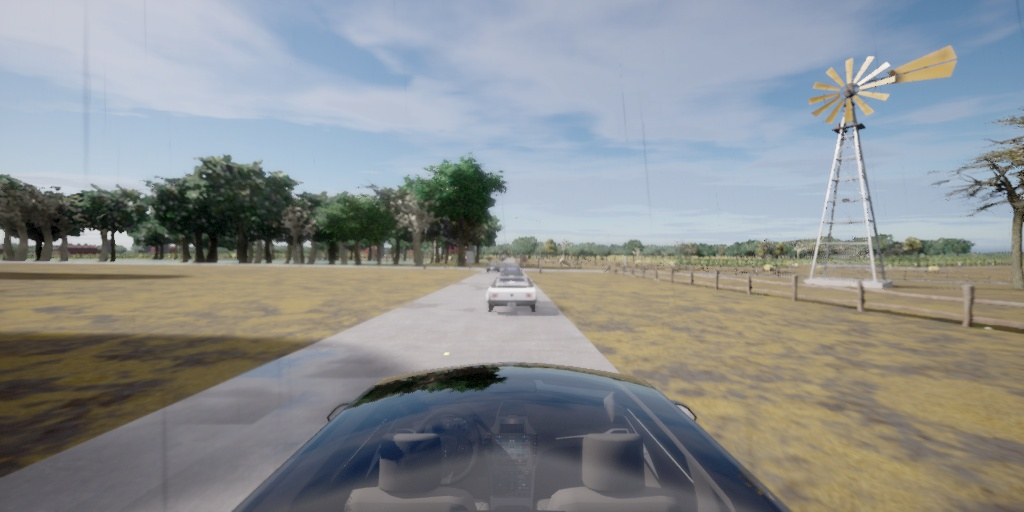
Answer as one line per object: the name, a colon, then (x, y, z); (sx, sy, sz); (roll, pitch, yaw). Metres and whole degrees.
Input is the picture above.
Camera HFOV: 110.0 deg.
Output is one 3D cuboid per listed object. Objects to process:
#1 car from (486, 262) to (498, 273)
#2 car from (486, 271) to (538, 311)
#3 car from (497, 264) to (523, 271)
car: (-2.789, 1.666, 53.416); (2.128, 1.511, 4.902); (0, -1, 0)
car: (0.010, 1.468, 15.097); (1.895, 1.301, 4.718); (0, 0, 0)
car: (0.004, 1.560, 30.258); (1.994, 1.385, 4.181); (0, 0, 1)
